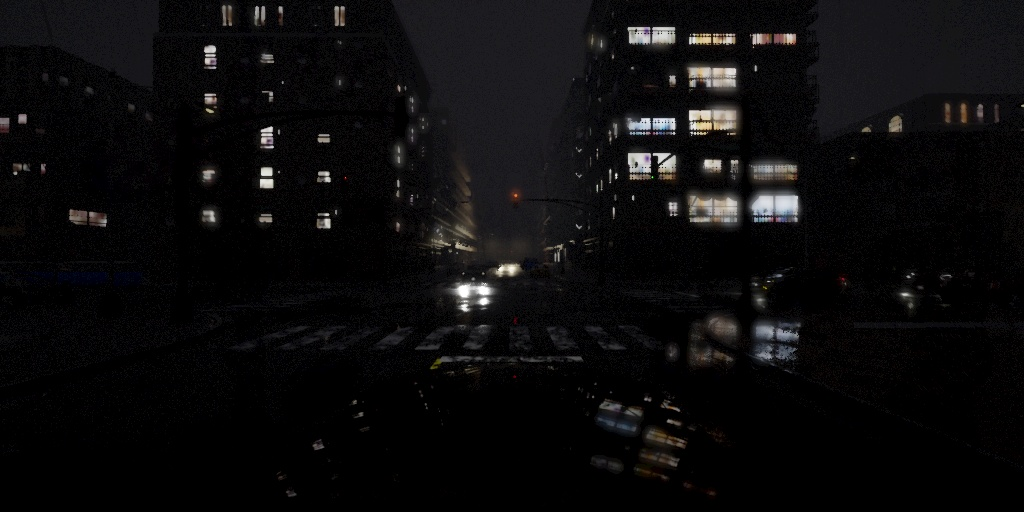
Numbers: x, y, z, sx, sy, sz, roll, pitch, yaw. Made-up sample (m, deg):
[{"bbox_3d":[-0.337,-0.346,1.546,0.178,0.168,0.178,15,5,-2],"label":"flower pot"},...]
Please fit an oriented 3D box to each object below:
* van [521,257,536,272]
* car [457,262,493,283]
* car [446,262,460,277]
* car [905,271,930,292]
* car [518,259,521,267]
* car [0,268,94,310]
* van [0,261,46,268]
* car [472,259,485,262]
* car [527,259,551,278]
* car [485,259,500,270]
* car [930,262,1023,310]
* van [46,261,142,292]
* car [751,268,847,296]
[{"bbox_3d":[2.495,1.119,47.418,1.690,1.789,3.998,0,0,0],"label":"van"},{"bbox_3d":[-2.810,1.363,28.178,1.895,1.301,4.718,0,0,0],"label":"car"},{"bbox_3d":[-5.522,1.317,36.022,2.007,1.370,4.403,0,0,0],"label":"car"},{"bbox_3d":[23.387,1.074,18.520,4.553,1.767,2.097,0,-1,1],"label":"car"},{"bbox_3d":[2.450,1.100,53.071,2.192,1.841,5.009,0,0,0],"label":"car"},{"bbox_3d":[-19.364,1.290,13.663,4.403,1.370,2.007,0,0,1],"label":"car"},{"bbox_3d":[-30.447,1.201,21.691,3.998,1.789,1.690,0,0,1],"label":"van"},{"bbox_3d":[-5.431,1.367,52.995,1.802,1.307,4.207,0,0,0],"label":"car"},{"bbox_3d":[2.623,1.290,33.585,1.751,1.417,4.829,0,0,0],"label":"car"},{"bbox_3d":[-2.871,1.306,54.996,2.033,1.411,5.357,0,0,0],"label":"car"},{"bbox_3d":[18.663,1.103,13.157,4.097,1.591,1.967,0,0,1],"label":"car"},{"bbox_3d":[-24.853,1.191,21.617,3.998,1.789,1.690,0,0,1],"label":"van"},{"bbox_3d":[14.688,1.304,18.634,4.181,1.385,1.994,0,-1,1],"label":"car"}]
